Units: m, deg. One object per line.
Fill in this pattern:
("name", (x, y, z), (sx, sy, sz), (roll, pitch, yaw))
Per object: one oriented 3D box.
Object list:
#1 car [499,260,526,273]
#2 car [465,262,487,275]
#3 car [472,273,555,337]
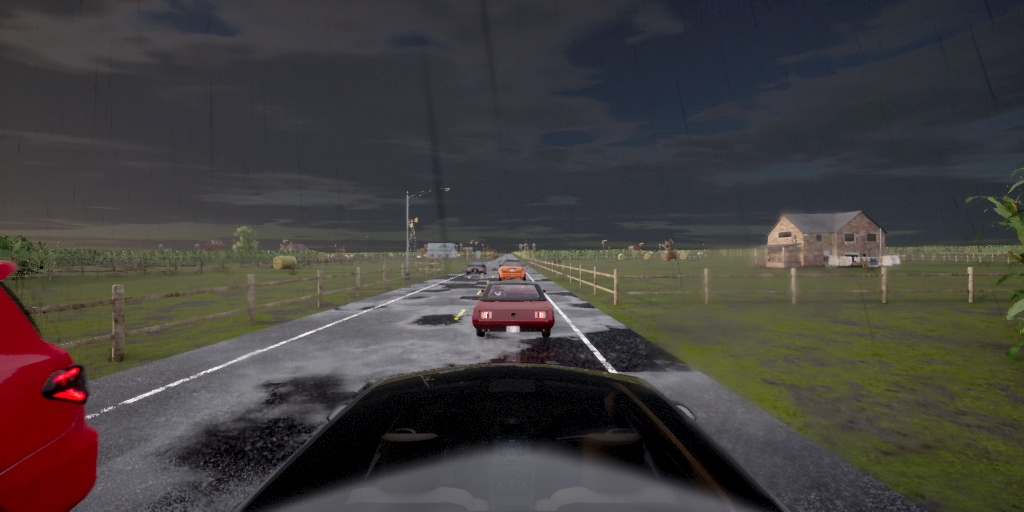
("car", (0.017, 1.088, 29.010), (2.097, 1.767, 4.553), (0, 0, 0))
("car", (-3.671, 1.291, 37.538), (1.994, 1.385, 4.181), (0, 0, 0))
("car", (0.044, 1.350, 10.241), (1.895, 1.301, 4.718), (0, 0, 0))
